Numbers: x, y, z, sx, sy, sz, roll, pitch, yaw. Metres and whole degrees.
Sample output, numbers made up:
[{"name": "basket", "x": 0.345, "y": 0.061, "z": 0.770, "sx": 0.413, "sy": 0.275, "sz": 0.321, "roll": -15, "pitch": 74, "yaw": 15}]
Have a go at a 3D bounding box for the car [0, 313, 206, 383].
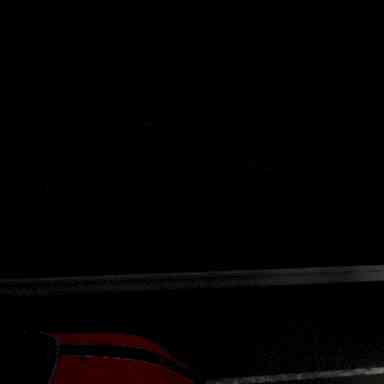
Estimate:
[{"name": "car", "x": -1.943, "y": 1.354, "z": 1.667, "sx": 4.553, "sy": 1.767, "sz": 2.097, "roll": -1, "pitch": 0, "yaw": -7}]
